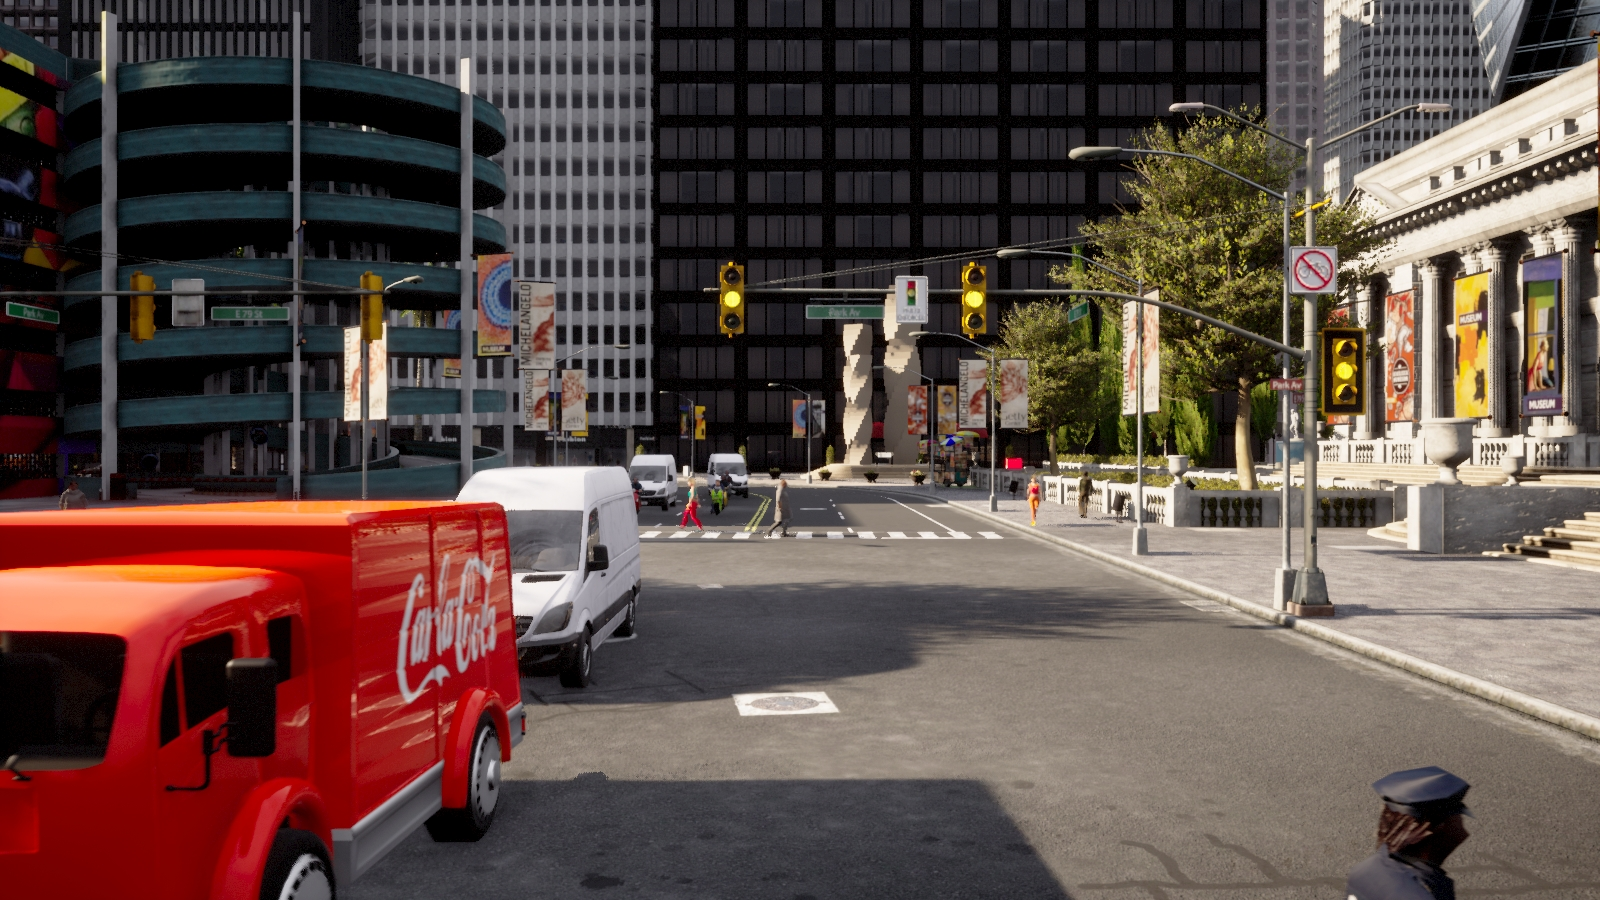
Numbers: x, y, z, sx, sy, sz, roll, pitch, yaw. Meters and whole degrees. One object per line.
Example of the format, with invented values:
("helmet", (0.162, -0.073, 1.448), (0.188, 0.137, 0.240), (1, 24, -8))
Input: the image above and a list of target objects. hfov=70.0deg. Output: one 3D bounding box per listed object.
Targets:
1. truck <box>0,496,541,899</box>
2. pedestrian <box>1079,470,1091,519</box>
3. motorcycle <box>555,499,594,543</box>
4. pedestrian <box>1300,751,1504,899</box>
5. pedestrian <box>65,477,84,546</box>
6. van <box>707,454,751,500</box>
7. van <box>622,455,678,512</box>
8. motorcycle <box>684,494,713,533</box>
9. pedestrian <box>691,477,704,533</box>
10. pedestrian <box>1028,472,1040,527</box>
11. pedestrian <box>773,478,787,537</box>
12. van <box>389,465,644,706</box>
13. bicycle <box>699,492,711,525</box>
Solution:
("truck", (-3.499, 1.578, 7.037), (2.627, 2.467, 5.204), (0, -1, 0))
("pedestrian", (10.844, 1.681, 43.510), (0.375, 1.860, 0.375), (0, 0, 4))
("motorcycle", (-6.928, 2.170, 35.240), (0.856, 1.236, 1.805), (0, 0, 0))
("pedestrian", (1.715, 1.847, 3.284), (0.375, 1.860, 0.375), (0, 0, -5))
("pedestrian", (-19.904, 1.687, 31.352), (0.375, 1.860, 0.375), (0, 0, -23))
("van", (-4.254, 1.511, 67.228), (1.988, 2.561, 5.915), (0, 0, -9))
("van", (-7.066, 1.515, 54.400), (1.988, 2.561, 5.915), (0, 0, -1))
("motorcycle", (-3.469, 2.168, 39.313), (0.856, 1.236, 1.805), (0, 0, -1))
("pedestrian", (-3.437, 1.835, 38.214), (0.375, 1.860, 0.375), (0, 0, 2))
("pedestrian", (8.020, 1.681, 39.132), (0.375, 1.860, 0.375), (0, 0, 10))
("pedestrian", (-0.645, 1.835, 36.477), (0.375, 1.860, 0.375), (0, 0, 9))
("van", (-3.510, 1.529, 15.484), (1.988, 2.561, 5.915), (0, 0, 0))
("bicycle", (-3.555, 2.195, 42.953), (0.329, 1.171, 1.835), (0, 0, -1))
